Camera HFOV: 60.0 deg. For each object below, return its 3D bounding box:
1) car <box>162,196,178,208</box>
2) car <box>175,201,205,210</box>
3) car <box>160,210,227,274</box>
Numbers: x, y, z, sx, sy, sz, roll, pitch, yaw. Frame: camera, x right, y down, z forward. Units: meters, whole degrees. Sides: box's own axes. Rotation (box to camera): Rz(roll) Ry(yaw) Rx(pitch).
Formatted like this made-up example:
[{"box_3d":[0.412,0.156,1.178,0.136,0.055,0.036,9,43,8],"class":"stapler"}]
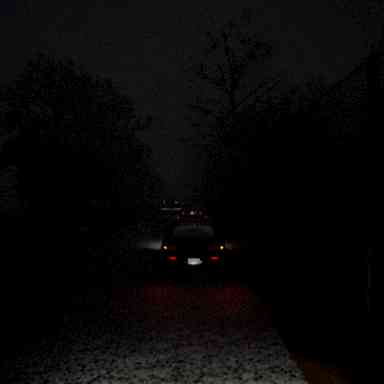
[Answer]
[{"box_3d":[-2.968,1.335,46.585,2.097,1.767,4.553,0,0,0],"class":"car"},{"box_3d":[0.026,1.538,25.983,2.033,1.411,5.357,0,0,0],"class":"car"},{"box_3d":[0.033,1.522,10.456,1.812,1.442,4.674,0,0,0],"class":"car"}]
